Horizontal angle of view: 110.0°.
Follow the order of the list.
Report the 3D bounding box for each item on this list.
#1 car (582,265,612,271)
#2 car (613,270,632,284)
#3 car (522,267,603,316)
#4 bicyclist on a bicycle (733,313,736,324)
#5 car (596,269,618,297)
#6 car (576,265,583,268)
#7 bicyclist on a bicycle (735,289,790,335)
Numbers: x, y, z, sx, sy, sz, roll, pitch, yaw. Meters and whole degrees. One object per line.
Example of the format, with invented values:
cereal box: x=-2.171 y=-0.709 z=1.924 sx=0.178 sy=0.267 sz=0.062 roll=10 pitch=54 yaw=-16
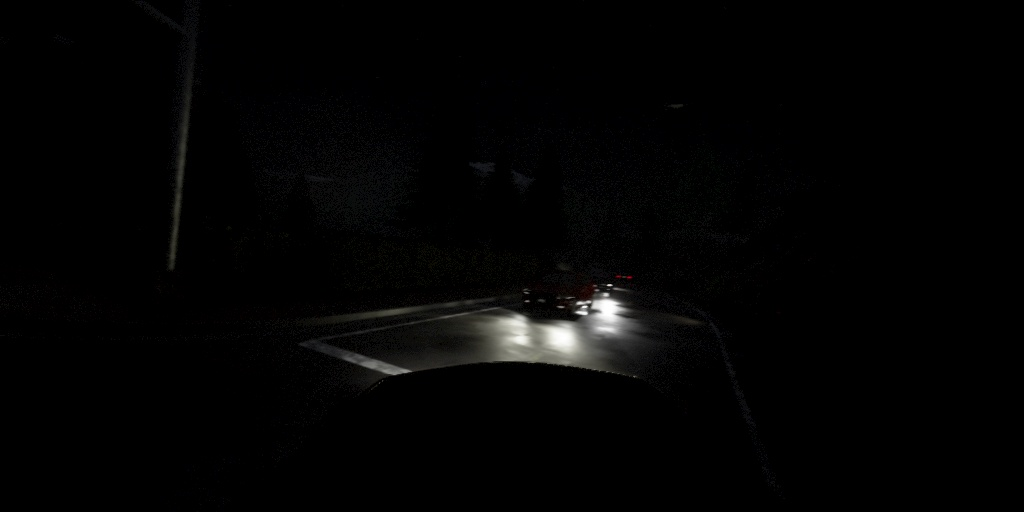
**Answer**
car: x=7.923 y=1.883 z=33.795 sx=1.812 sy=1.442 sz=4.674 roll=6 pitch=0 yaw=7
car: x=12.058 y=2.301 z=40.959 sx=2.033 sy=1.411 sz=5.357 roll=6 pitch=0 yaw=1
car: x=2.065 y=1.348 z=14.510 sx=1.882 sy=1.535 sz=5.008 roll=6 pitch=0 yaw=24
bicyclist on a bicycle: x=9.908 y=2.180 z=14.581 sx=1.656 sy=1.620 sz=0.582 roll=6 pitch=0 yaw=8
car: x=5.758 y=1.802 z=23.740 sx=1.895 sy=1.301 sz=4.718 roll=6 pitch=0 yaw=16
car: x=10.291 y=2.037 z=51.962 sx=1.994 sy=1.385 sz=4.181 roll=6 pitch=1 yaw=-20
bicyclist on a bicycle: x=9.788 y=2.172 z=13.847 sx=1.656 sy=1.620 sz=0.582 roll=6 pitch=0 yaw=25
